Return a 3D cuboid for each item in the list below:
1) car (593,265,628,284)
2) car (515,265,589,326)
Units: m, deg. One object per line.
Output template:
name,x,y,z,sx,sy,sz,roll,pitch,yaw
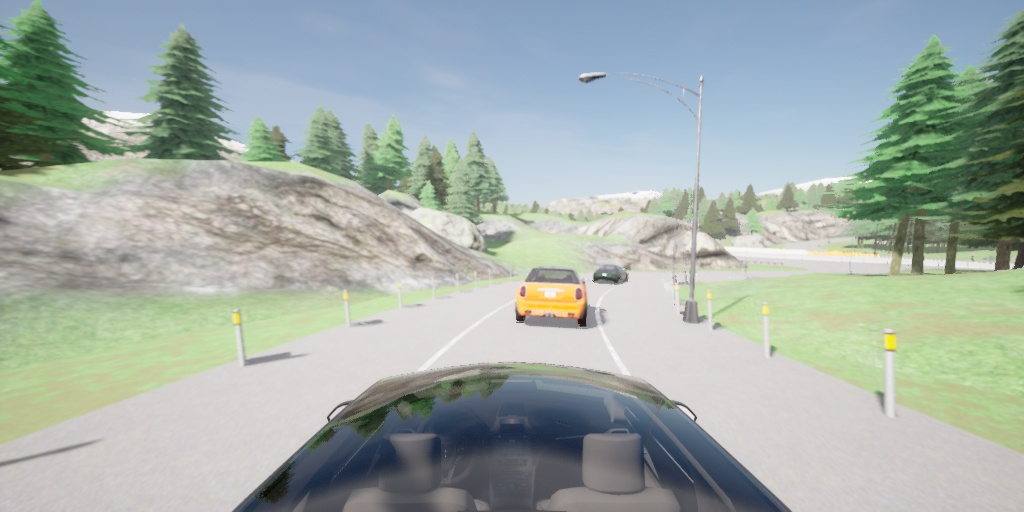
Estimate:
car,8.014,1.399,28.888,1.994,1.385,4.181,3,1,30
car,1.482,1.089,12.101,2.097,1.767,4.553,2,0,11
